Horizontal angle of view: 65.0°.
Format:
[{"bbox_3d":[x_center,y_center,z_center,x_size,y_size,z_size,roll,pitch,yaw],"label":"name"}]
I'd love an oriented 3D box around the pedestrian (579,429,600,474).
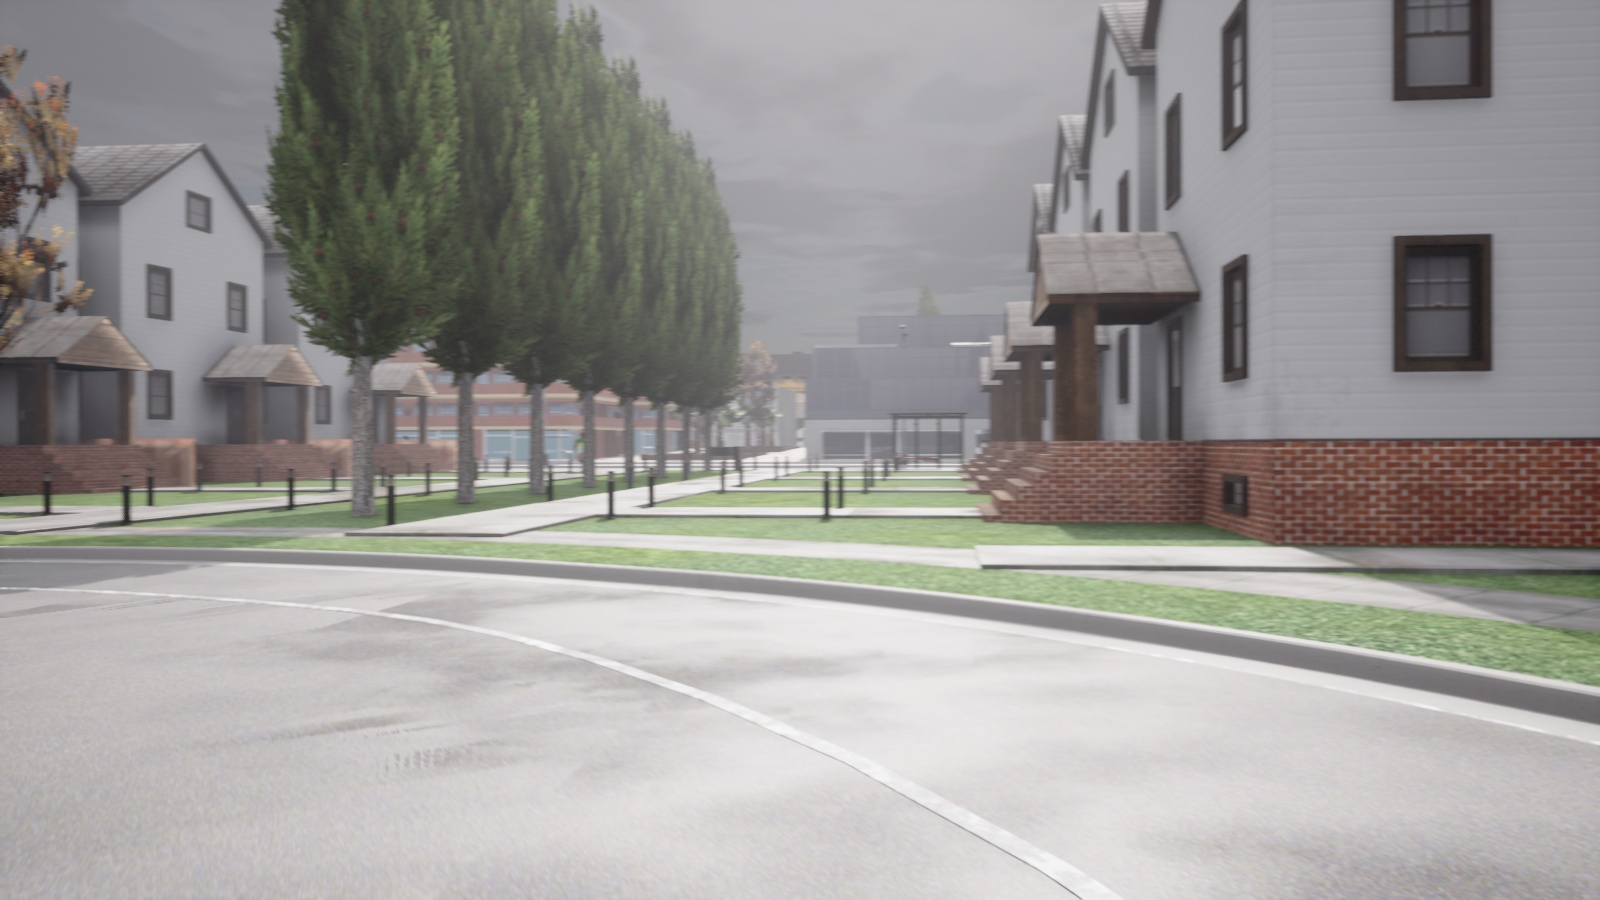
[{"bbox_3d":[-9.189,0.057,54.840,0.659,1.952,0.873,0,0,8],"label":"pedestrian"}]
